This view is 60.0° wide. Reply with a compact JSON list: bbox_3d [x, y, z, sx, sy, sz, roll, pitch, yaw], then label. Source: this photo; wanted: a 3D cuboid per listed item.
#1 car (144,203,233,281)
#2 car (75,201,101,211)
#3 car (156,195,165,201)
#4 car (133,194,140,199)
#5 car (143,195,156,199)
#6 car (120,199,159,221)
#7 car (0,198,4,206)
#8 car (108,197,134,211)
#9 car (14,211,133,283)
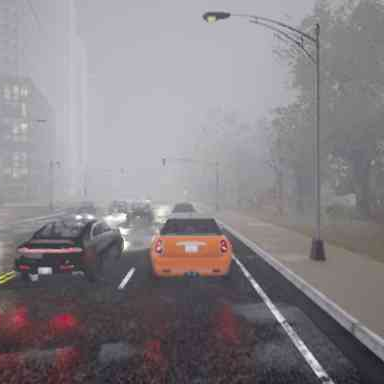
[{"bbox_3d":[-0.056,1.387,10.117,2.097,1.767,4.553,0,0,-1],"label":"car"},{"bbox_3d":[-11.133,1.687,35.891,1.994,1.385,4.181,0,0,-4],"label":"car"},{"bbox_3d":[-8.469,1.700,90.758,1.895,1.301,4.718,0,0,-11],"label":"car"},{"bbox_3d":[-15.722,1.460,94.075,2.097,1.767,4.553,0,0,-11],"label":"car"},{"bbox_3d":[-11.585,1.570,89.738,1.882,1.535,5.008,0,0,-11],"label":"car"},{"bbox_3d":[-3.890,1.575,25.590,2.128,1.511,4.902,0,0,-3],"label":"car"},{"bbox_3d":[-29.674,1.242,48.114,4.097,1.590,1.967,1,-1,-12],"label":"car"},{"bbox_3d":[-7.893,1.611,36.144,2.128,1.511,4.902,0,0,-4],"label":"car"},{"bbox_3d":[-3.297,1.528,9.771,2.128,1.511,4.902,0,0,-1],"label":"car"}]
